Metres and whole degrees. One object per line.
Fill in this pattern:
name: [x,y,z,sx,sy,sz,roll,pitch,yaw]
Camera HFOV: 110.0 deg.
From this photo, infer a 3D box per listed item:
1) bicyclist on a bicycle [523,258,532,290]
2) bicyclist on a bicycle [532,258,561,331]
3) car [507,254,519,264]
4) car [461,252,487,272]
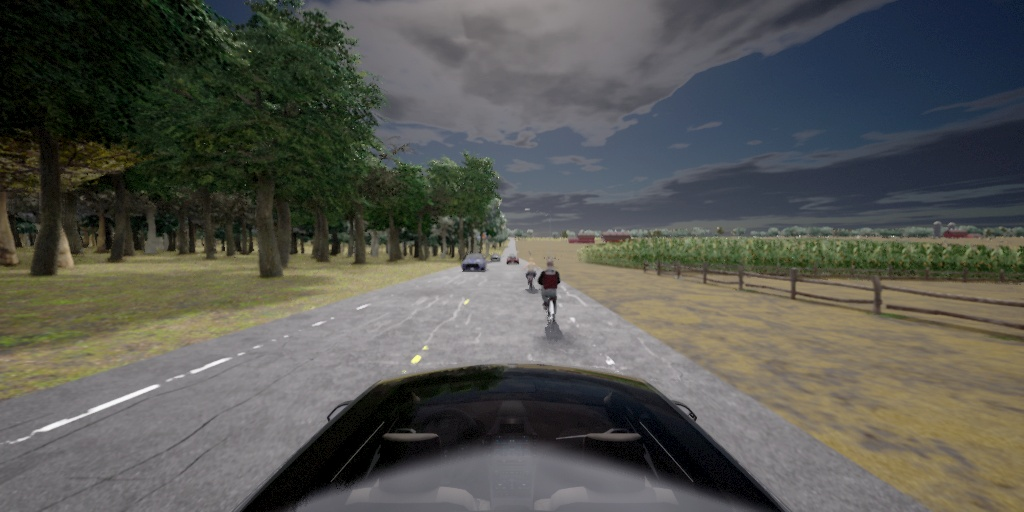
bicyclist on a bicycle: [0.970,0.882,18.244,0.866,1.612,1.509,0,1,0]
bicyclist on a bicycle: [0.966,0.967,9.405,0.659,1.776,1.843,0,1,0]
car: [0.121,0.584,56.195,1.895,1.301,4.718,0,0,0]
car: [-3.574,0.548,34.567,2.097,1.767,4.553,0,1,0]
